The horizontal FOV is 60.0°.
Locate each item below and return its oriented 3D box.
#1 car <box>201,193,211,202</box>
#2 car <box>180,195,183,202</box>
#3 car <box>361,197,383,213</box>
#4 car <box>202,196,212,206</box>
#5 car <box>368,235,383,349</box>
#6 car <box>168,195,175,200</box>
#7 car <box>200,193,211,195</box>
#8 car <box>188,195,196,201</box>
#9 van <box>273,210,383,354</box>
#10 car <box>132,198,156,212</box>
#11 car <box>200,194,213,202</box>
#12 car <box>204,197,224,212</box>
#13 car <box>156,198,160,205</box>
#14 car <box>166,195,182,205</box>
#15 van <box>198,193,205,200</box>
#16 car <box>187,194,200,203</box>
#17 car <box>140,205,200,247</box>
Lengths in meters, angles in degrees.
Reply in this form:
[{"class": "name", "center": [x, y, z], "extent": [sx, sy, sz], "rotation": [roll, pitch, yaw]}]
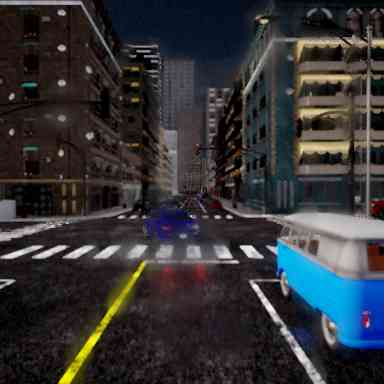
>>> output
[{"class": "car", "center": [3.103, 1.203, 75.951], "extent": [2.150, 2.045, 5.566], "rotation": [0, 0, 0]}, {"class": "car", "center": [-3.005, 1.333, 68.457], "extent": [2.097, 1.767, 4.553], "rotation": [0, 0, 0]}, {"class": "car", "center": [15.758, 1.016, 25.492], "extent": [5.009, 1.841, 2.192], "rotation": [-1, 1, 0]}, {"class": "car", "center": [2.681, 1.547, 43.876], "extent": [1.947, 1.339, 4.313], "rotation": [0, 0, 0]}, {"class": "car", "center": [2.682, 1.315, 0.431], "extent": [2.192, 1.841, 5.009], "rotation": [0, 0, 0]}, {"class": "car", "center": [-5.703, 1.515, 93.430], "extent": [1.752, 1.417, 4.829], "rotation": [0, 0, 0]}, {"class": "car", "center": [3.103, 1.210, 68.951], "extent": [2.150, 2.045, 5.566], "rotation": [0, 0, 0]}, {"class": "car", "center": [-0.004, 1.340, 77.814], "extent": [1.812, 1.442, 4.674], "rotation": [0, 0, 0]}, {"class": "van", "center": [2.682, 1.337, 5.958], "extent": [1.690, 1.788, 3.998], "rotation": [0, 0, 0]}, {"class": "car", "center": [-5.699, 1.548, 38.364], "extent": [1.947, 1.339, 4.313], "rotation": [0, 0, 0]}, {"class": "car", "center": [2.681, 1.525, 54.923], "extent": [1.887, 1.381, 4.507], "rotation": [0, 0, 0]}, {"class": "car", "center": [2.682, 1.564, 38.353], "extent": [1.802, 1.307, 4.206], "rotation": [0, 0, 0]}, {"class": "car", "center": [-5.700, 1.547, 49.412], "extent": [1.947, 1.339, 4.313], "rotation": [0, 0, 0]}, {"class": "car", "center": [-3.079, 1.582, 52.449], "extent": [1.895, 1.301, 4.718], "rotation": [0, 0, 0]}, {"class": "van", "center": [2.676, 1.330, 93.588], "extent": [1.690, 1.788, 3.998], "rotation": [-1, 0, 0]}, {"class": "car", "center": [-0.005, 1.489, 68.641], "extent": [2.128, 1.511, 4.902], "rotation": [0, 0, 0]}, {"class": "car", "center": [-0.988, 1.516, 14.963], "extent": [1.812, 1.442, 4.674], "rotation": [1, 0, -16]}]
